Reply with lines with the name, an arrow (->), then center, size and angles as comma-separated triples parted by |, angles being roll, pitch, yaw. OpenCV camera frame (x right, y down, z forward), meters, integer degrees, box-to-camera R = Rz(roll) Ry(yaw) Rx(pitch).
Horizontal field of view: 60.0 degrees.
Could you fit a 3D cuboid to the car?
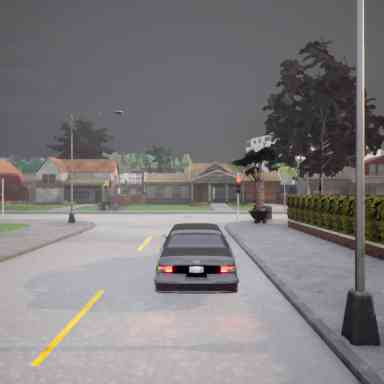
car -> 0.099, 1.547, 8.949 | 2.033, 1.411, 5.357 | 0, 0, 0
